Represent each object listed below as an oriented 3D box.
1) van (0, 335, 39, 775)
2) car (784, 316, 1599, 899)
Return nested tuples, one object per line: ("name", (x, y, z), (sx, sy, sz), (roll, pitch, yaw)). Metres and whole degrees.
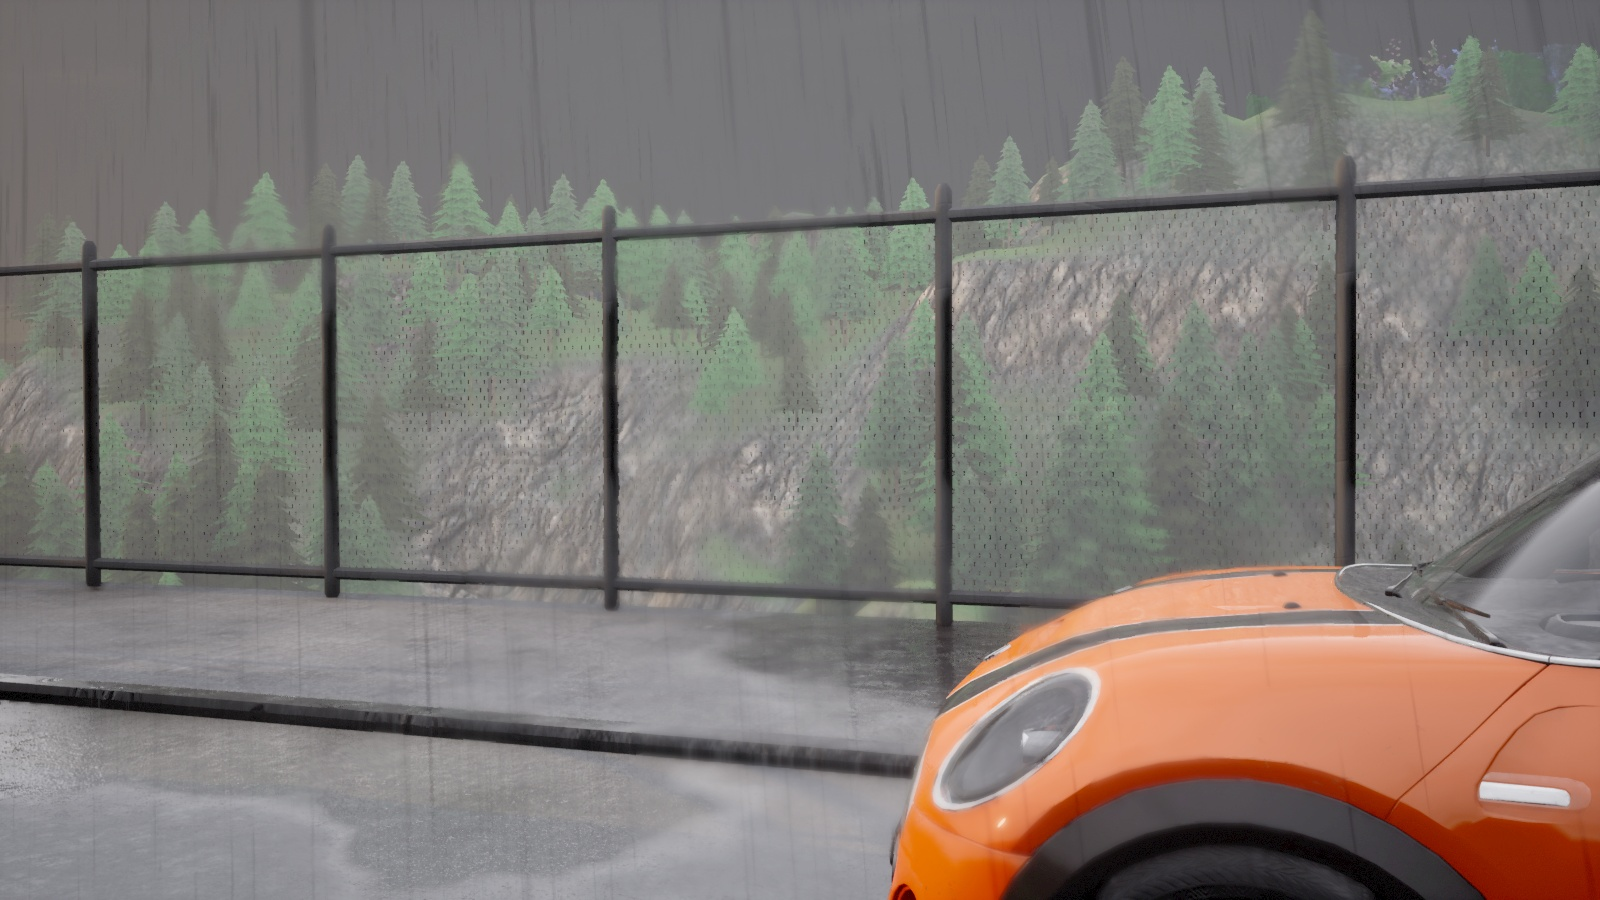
("van", (-5.935, 0.466, 5.712), (4.442, 1.987, 1.775), (1, 1, 19))
("car", (2.461, 0.648, 2.891), (4.553, 1.767, 2.097), (1, 1, 19))
